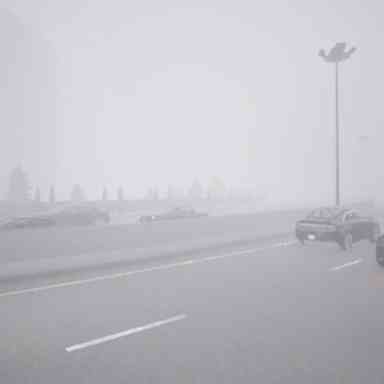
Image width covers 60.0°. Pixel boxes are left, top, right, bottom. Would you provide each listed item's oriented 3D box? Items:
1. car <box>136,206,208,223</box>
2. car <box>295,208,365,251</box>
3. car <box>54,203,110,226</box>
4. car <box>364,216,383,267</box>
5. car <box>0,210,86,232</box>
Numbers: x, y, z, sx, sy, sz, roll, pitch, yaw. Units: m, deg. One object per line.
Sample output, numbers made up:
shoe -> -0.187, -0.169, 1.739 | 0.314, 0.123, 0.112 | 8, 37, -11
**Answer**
car -> -1.212, 1.569, 21.512 | 4.718, 1.301, 1.895 | -1, 0, -44
car -> 6.148, 1.417, 13.825 | 4.902, 1.511, 2.128 | -1, 0, -43
car -> -7.545, 1.498, 20.564 | 5.008, 1.535, 1.882 | -1, 0, -41
car -> 7.181, 1.430, 10.017 | 4.892, 1.490, 1.837 | -1, 0, -42
car -> -6.511, 1.592, 12.463 | 4.181, 1.385, 1.994 | -1, 0, -38
